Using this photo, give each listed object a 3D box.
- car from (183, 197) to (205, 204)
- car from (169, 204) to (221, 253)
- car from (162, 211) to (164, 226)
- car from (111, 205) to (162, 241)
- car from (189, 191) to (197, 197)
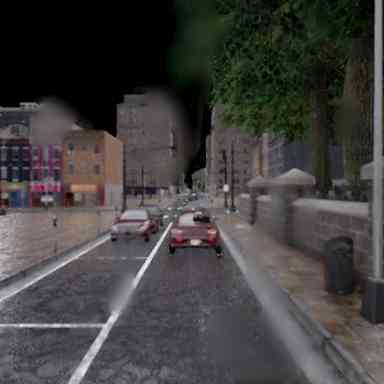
[{"bbox_3d":[0.160,1.376,28.803,1.994,1.385,4.181,0,0,1],"label":"car"},{"bbox_3d":[0.099,1.437,13.118,1.812,1.442,4.674,0,1,0],"label":"car"},{"bbox_3d":[-2.642,1.435,19.481,1.947,1.339,4.313,0,0,0],"label":"car"},{"bbox_3d":[-2.641,1.476,15.819,1.802,1.307,4.206,0,0,0],"label":"car"},{"bbox_3d":[0.272,1.013,71.693,1.812,1.442,4.674,0,0,0],"label":"car"}]
